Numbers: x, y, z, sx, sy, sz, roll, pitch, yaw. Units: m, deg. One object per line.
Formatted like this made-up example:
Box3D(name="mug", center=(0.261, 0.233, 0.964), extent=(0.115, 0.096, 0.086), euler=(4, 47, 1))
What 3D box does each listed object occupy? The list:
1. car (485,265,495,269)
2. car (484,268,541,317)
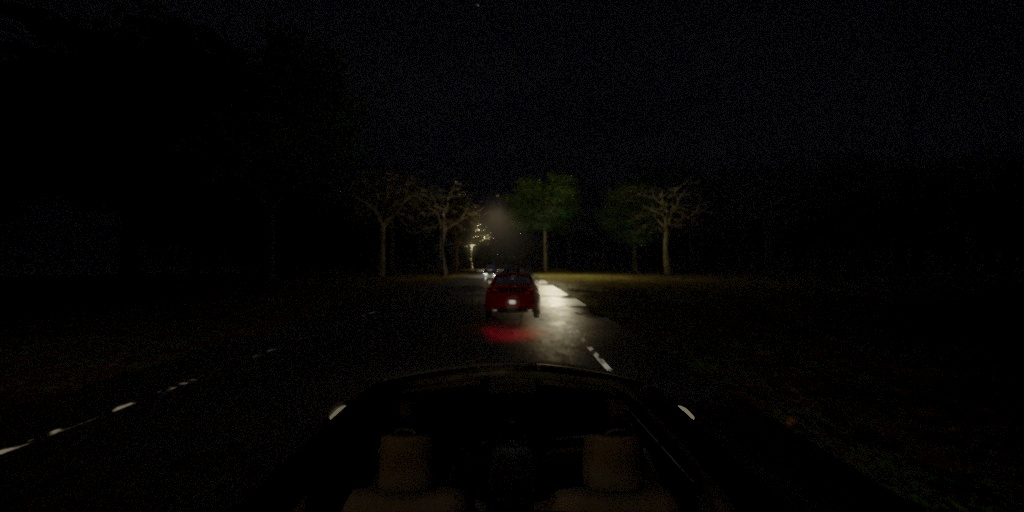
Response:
Box3D(name="car", center=(-3.537, 2.153, 59.964), extent=(1.812, 1.442, 4.674), euler=(0, -1, 0))
Box3D(name="car", center=(0.045, 1.367, 13.950), extent=(1.882, 1.535, 5.008), euler=(0, -1, 1))
